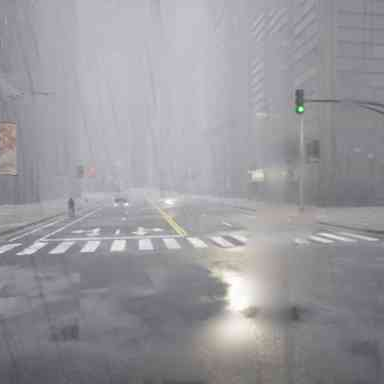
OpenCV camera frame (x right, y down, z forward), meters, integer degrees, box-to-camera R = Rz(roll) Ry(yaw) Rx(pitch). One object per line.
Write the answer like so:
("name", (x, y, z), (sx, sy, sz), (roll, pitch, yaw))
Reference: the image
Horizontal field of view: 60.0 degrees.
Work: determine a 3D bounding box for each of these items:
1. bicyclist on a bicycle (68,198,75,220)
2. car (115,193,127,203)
("bicyclist on a bicycle", (-9.105, 1.251, 25.153), (0.582, 1.620, 1.656), (-1, 1, -9))
("car", (-11.641, 0.983, 54.699), (1.882, 1.535, 5.008), (-1, 1, -9))
